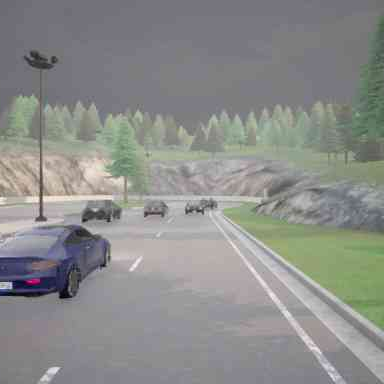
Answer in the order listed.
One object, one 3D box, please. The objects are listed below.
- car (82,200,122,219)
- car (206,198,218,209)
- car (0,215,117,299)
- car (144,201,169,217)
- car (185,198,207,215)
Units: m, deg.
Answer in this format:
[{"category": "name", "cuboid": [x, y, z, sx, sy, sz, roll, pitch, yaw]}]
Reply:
[{"category": "car", "cuboid": [-6.883, 1.361, 25.851, 2.097, 1.767, 4.553, 0, 0, 0]}, {"category": "car", "cuboid": [2.215, 1.506, 44.513, 2.128, 1.511, 4.902, 0, 0, 14]}, {"category": "car", "cuboid": [-3.401, 1.528, 8.316, 1.812, 1.442, 4.674, 0, 0, 0]}, {"category": "car", "cuboid": [-3.304, 1.558, 31.366, 2.033, 1.411, 5.357, 0, 0, 2]}, {"category": "car", "cuboid": [0.340, 1.612, 34.358, 1.895, 1.301, 4.718, 0, 0, 3]}]
